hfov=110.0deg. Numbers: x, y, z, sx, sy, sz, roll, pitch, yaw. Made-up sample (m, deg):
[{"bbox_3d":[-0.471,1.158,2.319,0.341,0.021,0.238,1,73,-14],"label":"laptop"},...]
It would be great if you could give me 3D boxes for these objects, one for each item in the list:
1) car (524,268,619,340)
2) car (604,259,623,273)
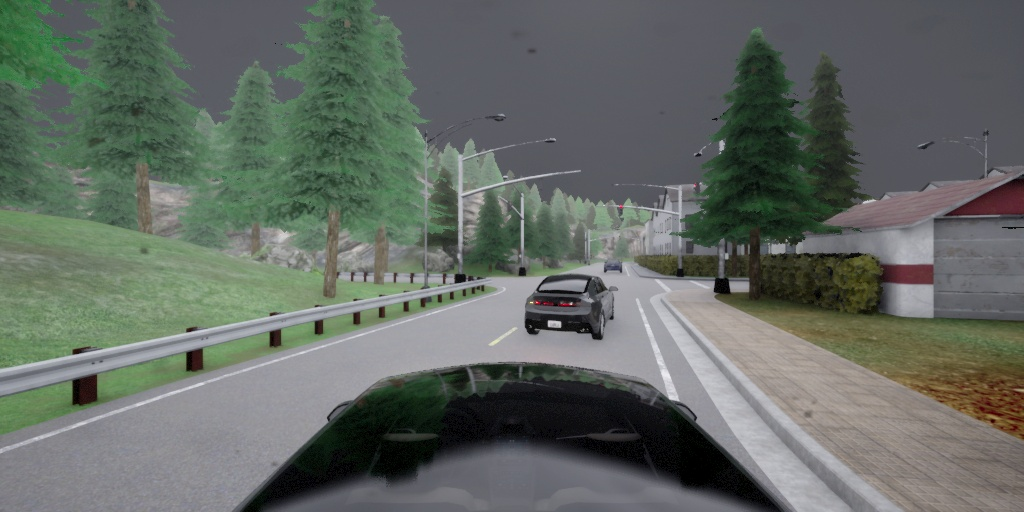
[{"bbox_3d":[1.800,1.255,10.152,1.837,1.490,4.892,0,0,21],"label":"car"},{"bbox_3d":[12.372,1.101,43.784,2.097,1.767,4.553,0,0,17],"label":"car"}]
